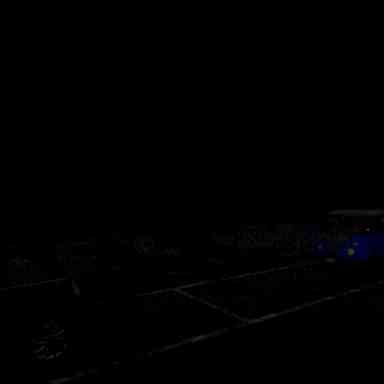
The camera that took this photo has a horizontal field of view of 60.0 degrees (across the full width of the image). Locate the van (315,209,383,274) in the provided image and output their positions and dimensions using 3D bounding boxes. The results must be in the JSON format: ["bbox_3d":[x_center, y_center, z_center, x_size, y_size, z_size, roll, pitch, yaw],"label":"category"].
[{"bbox_3d":[5.649,1.446,10.684,3.998,1.788,1.690,1,-1,-36],"label":"van"}]

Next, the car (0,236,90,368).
[{"bbox_3d":[-3.528,1.435,4.136,4.097,1.590,1.967,1,-1,-36],"label":"car"}]
